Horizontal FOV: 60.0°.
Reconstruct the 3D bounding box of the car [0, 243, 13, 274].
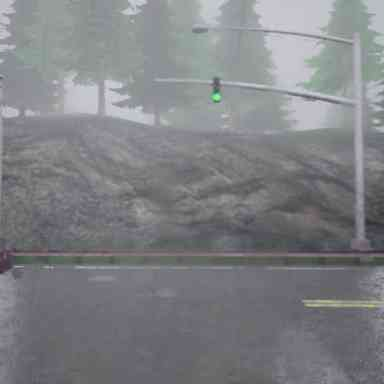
[{"bbox_3d":[-7.233,1.725,9.178,4.181,1.385,1.994,0,-2,11],"label":"car"}]
